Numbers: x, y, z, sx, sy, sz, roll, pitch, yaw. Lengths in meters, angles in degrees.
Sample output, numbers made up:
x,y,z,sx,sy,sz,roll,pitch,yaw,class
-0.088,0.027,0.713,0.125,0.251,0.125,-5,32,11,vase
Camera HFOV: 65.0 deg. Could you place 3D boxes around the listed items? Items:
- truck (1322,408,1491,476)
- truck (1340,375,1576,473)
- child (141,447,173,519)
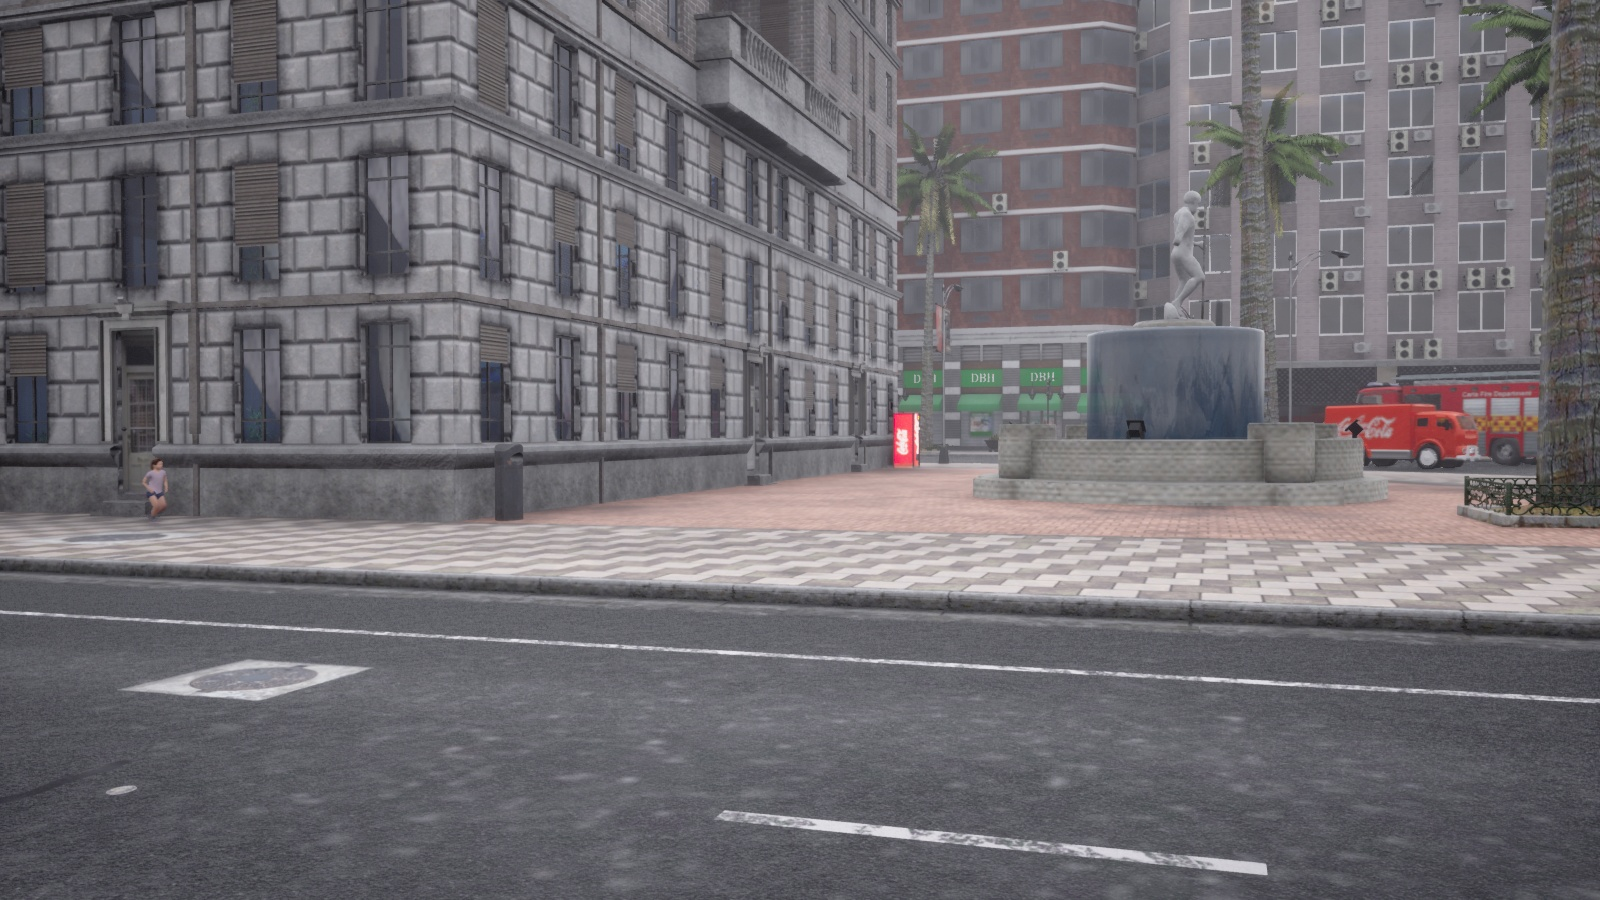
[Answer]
x,y,z,sx,sy,sz,roll,pitch,yaw,class
23.212,-0.346,48.249,2.627,2.467,5.204,0,1,-39,truck
27.878,-1.093,53.652,2.891,3.827,8.468,0,1,-37,truck
-10.073,0.511,19.658,0.394,1.110,0.255,1,1,26,child
